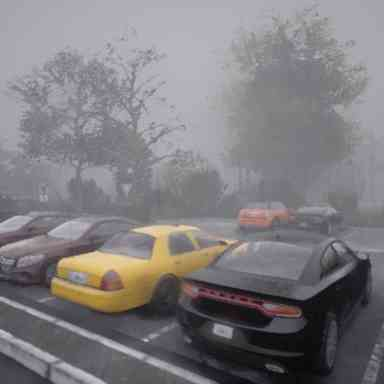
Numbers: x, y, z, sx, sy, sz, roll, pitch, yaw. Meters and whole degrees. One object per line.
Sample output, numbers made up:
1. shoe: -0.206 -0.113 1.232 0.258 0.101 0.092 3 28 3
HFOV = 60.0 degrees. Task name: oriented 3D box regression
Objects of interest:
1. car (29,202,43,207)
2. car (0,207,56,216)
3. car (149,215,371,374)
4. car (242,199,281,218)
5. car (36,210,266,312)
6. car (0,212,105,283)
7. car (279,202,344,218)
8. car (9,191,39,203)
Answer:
1. car: -7.369 1.338 12.405 2.163 1.488 4.792 1 0 36
2. car: -5.089 1.377 10.733 2.002 1.452 4.674 1 0 36
3. car: 1.790 1.423 5.778 2.097 1.535 5.008 1 0 36
4. car: 4.501 1.238 19.290 2.185 1.767 4.553 1 0 36
5. car: -0.394 1.391 7.583 1.946 1.575 5.366 1 0 36
6. car: -2.795 1.406 9.084 2.002 1.452 4.674 1 0 36
7. car: 6.707 1.390 17.736 2.097 1.535 5.008 1 0 36
8. car: -18.770 1.098 36.326 2.185 1.767 4.553 1 0 36
